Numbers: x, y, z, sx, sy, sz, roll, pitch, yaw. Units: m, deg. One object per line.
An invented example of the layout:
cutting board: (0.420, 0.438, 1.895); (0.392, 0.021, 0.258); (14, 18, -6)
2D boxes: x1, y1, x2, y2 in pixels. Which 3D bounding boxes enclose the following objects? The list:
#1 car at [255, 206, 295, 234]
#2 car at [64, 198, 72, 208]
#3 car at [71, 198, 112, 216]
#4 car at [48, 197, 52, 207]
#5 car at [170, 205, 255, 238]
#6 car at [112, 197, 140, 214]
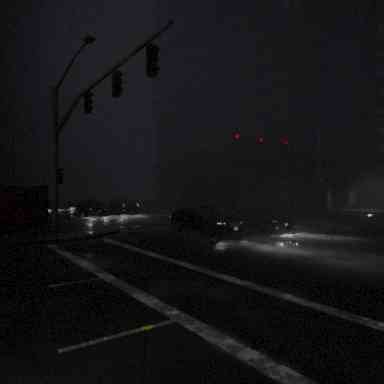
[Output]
car: (3.852, 1.547, 19.292); (1.994, 1.385, 4.181); (0, 0, -36)
car: (-17.641, 1.554, 49.204); (1.812, 1.442, 4.674); (0, 0, -36)
car: (-9.812, 1.492, 32.232); (1.837, 1.490, 4.892); (0, 0, -36)
car: (-20.478, 1.509, 47.154); (2.128, 1.511, 4.902); (0, 0, -36)
car: (0.658, 1.480, 17.738); (2.128, 1.511, 4.902); (0, 0, -36)
car: (-7.216, 1.335, 34.618); (2.097, 1.767, 4.553); (0, 0, -36)
